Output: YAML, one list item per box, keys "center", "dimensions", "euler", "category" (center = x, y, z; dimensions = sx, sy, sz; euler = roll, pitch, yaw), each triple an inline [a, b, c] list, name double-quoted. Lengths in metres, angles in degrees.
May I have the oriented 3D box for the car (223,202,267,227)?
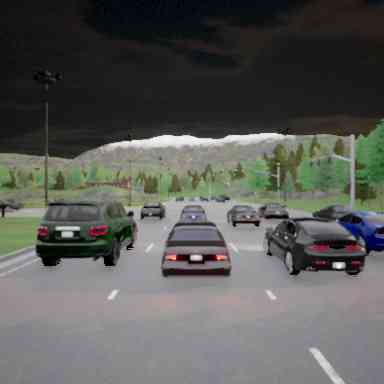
- center: [3.596, 1.662, 23.876]
  dimensions: [2.033, 1.411, 5.357]
  euler: [0, 0, 0]
  category: "car"

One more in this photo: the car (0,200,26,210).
- center: [-25.999, 1.786, 46.756]
  dimensions: [4.181, 1.385, 1.994]
  euler: [0, 0, -1]
  category: "car"

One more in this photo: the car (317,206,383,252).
- center: [7.097, 1.543, 13.582]
  dimensions: [1.882, 1.535, 5.008]
  euler: [0, 0, 0]
  category: "car"

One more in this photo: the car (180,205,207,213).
- center: [0.093, 1.661, 23.836]
  dimensions: [2.033, 1.411, 5.357]
  euler: [0, 0, 0]
  category: "car"

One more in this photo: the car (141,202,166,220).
- center: [-3.409, 1.634, 29.817]
  dimensions: [2.128, 1.511, 4.902]
  euler: [0, 0, 0]
  category: "car"

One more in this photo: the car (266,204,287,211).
- center: [7.092, 1.705, 29.556]
  dimensions: [1.994, 1.385, 4.181]
  euler: [0, 0, 0]
  category: "car"

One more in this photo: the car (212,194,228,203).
- center: [6.979, 1.921, 83.169]
  dimensions: [2.128, 1.511, 4.902]
  euler: [0, 0, 0]
  category: "car"

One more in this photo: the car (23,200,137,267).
- center: [-3.402, 1.275, 11.760]
  dimensions: [2.150, 2.045, 5.566]
  euler: [0, -1, 0]
  category: "car"

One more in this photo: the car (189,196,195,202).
- center: [-0.024, 2.045, 94.535]
  dimensions: [1.895, 1.301, 4.718]
  euler: [0, 0, 0]
  category: "car"

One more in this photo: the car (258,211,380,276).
- center: [3.592, 1.555, 10.543]
  dimensions: [1.837, 1.490, 4.892]
  euler: [0, 0, 0]
  category: "car"

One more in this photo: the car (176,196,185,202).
- center: [-3.524, 1.970, 93.515]
  dimensions: [2.128, 1.511, 4.902]
  euler: [0, 0, 0]
  category: "car"

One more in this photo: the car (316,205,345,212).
- center: [10.593, 1.664, 24.291]
  dimensions: [2.033, 1.411, 5.357]
  euler: [0, 0, 0]
  category: "car"

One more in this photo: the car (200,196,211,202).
- center: [3.477, 1.962, 91.977]
  dimensions: [1.812, 1.442, 4.674]
  euler: [0, 0, 0]
  category: "car"

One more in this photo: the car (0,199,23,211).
- center: [-24.735, 1.711, 43.264]
  dimensions: [4.892, 1.490, 1.837]
  euler: [0, 0, 0]
  category: "car"

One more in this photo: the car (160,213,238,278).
- center: [0.099, 1.597, 10.294]
  dimensions: [2.033, 1.411, 5.357]
  euler: [0, 0, 0]
  category: "car"
